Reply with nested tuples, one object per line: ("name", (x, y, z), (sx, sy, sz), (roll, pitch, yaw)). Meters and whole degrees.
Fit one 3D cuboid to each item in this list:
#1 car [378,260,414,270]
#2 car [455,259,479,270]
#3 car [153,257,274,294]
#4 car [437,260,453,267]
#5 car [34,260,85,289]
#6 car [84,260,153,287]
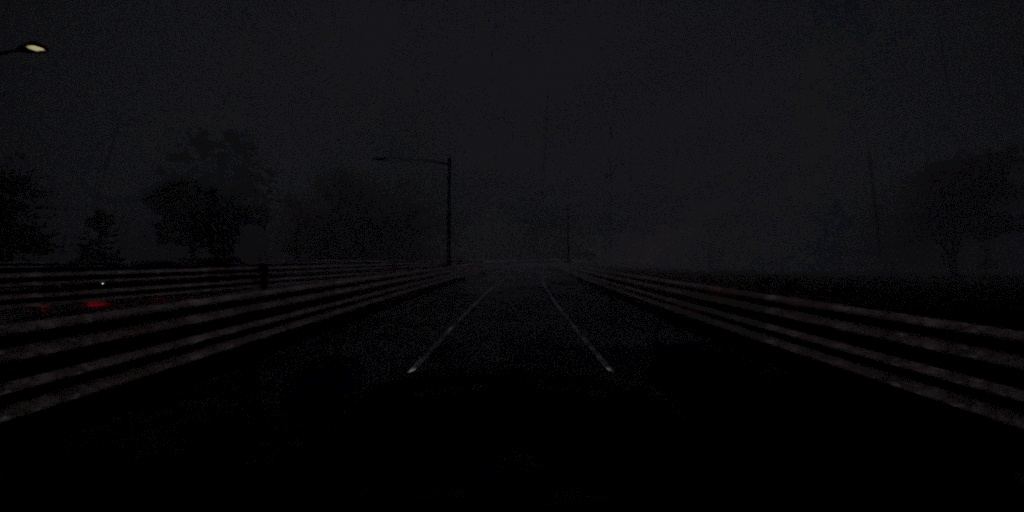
("car", (-13.151, 1.193, 40.969), (2.033, 1.411, 5.357), (0, 0, 13))
("car", (-6.415, 1.280, 53.919), (1.812, 1.442, 4.674), (0, 0, 14))
("car", (-14.438, 0.844, 18.026), (2.097, 1.767, 4.553), (0, 0, 11))
("car", (-11.385, 1.358, 62.800), (1.994, 1.385, 4.181), (0, 0, 15))
("car", (-21.402, 0.962, 18.891), (2.128, 1.511, 4.902), (0, 0, 11))
("car", (-17.911, 0.985, 18.479), (1.837, 1.490, 4.892), (0, 0, 11))
